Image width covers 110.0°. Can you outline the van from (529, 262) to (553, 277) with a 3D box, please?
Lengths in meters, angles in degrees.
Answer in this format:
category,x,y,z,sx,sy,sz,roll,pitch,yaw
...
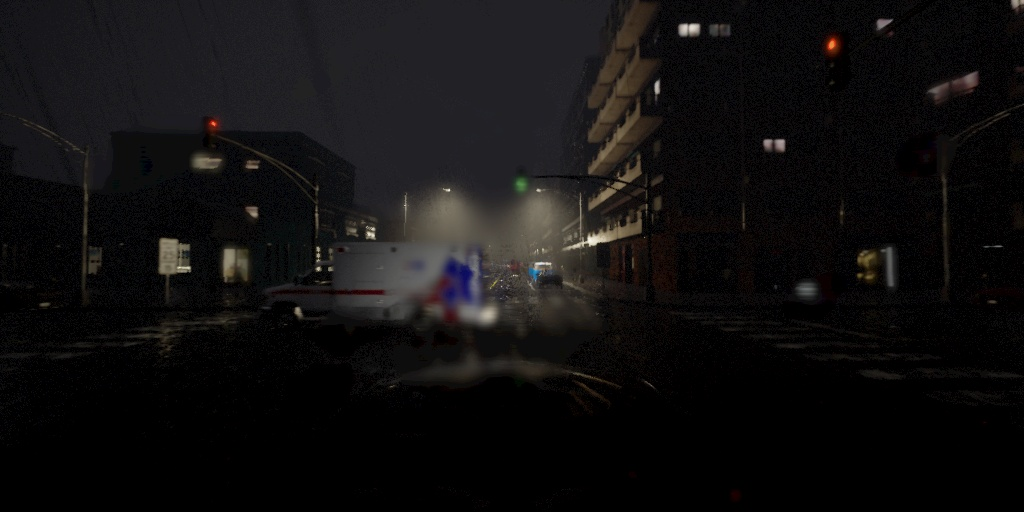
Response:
category,x,y,z,sx,sy,sz,roll,pitch,yaw
van,2.695,1.457,31.274,1.690,1.789,3.998,0,0,0

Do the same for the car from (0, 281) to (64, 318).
category,x,y,z,sx,sy,sz,roll,pitch,yaw
car,-19.713,1.599,13.483,4.403,1.370,2.007,0,0,1

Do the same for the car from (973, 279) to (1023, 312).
category,x,y,z,sx,sy,sz,roll,pitch,yaw
car,19.626,1.406,12.940,4.507,1.381,1.888,0,0,1

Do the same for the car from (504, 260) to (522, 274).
category,x,y,z,sx,sy,sz,roll,pitch,yaw
car,0.006,1.619,54.804,2.150,2.045,5.566,0,-1,0

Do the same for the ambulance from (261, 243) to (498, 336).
category,x,y,z,sx,sy,sz,roll,pitch,yaw
ambulance,-3.649,0.890,10.458,6.366,2.431,2.351,0,-1,1

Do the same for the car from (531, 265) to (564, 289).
category,x,y,z,sx,sy,sz,roll,pitch,yaw
car,2.695,1.599,25.695,2.007,1.370,4.403,0,0,0

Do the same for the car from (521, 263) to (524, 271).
category,x,y,z,sx,sy,sz,roll,pitch,yaw
car,2.698,1.908,53.766,1.751,1.417,4.829,0,0,0

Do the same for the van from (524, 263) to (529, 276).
category,x,y,z,sx,sy,sz,roll,pitch,yaw
van,2.696,1.592,42.436,1.690,1.789,3.998,0,0,0
